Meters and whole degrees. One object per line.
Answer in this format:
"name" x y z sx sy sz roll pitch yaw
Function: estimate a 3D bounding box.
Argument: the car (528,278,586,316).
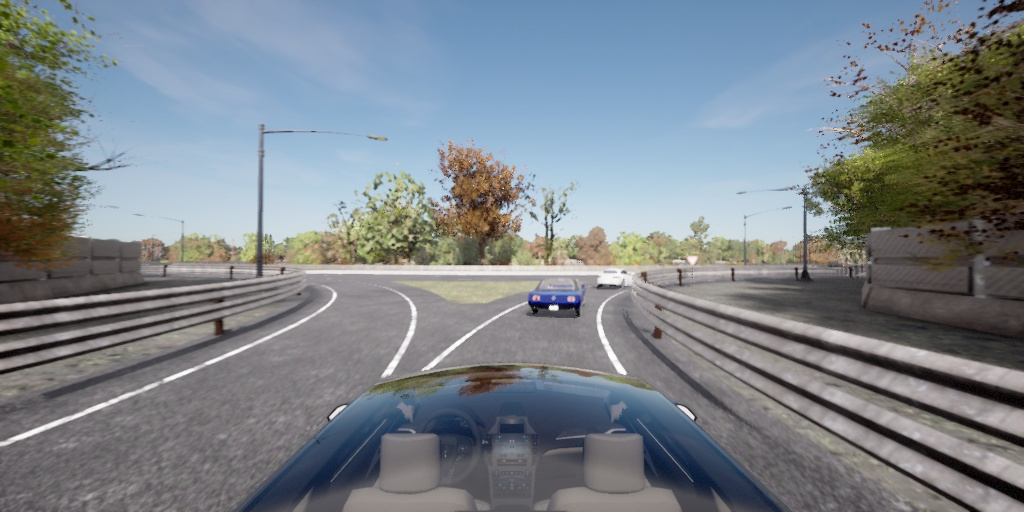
"car" 1.990 1.540 14.598 1.895 1.301 4.718 0 -1 14

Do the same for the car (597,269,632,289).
"car" 7.878 1.666 27.198 1.812 1.442 4.674 0 -1 32
